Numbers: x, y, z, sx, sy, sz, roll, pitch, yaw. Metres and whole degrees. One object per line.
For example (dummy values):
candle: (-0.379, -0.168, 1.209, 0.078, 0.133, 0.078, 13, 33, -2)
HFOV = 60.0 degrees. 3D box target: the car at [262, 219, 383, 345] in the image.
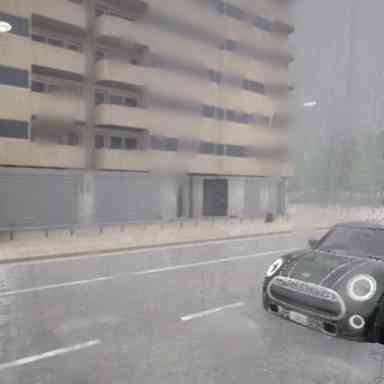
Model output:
car: (3.490, 1.368, 6.478, 4.553, 1.767, 2.097, 0, 0, -35)
